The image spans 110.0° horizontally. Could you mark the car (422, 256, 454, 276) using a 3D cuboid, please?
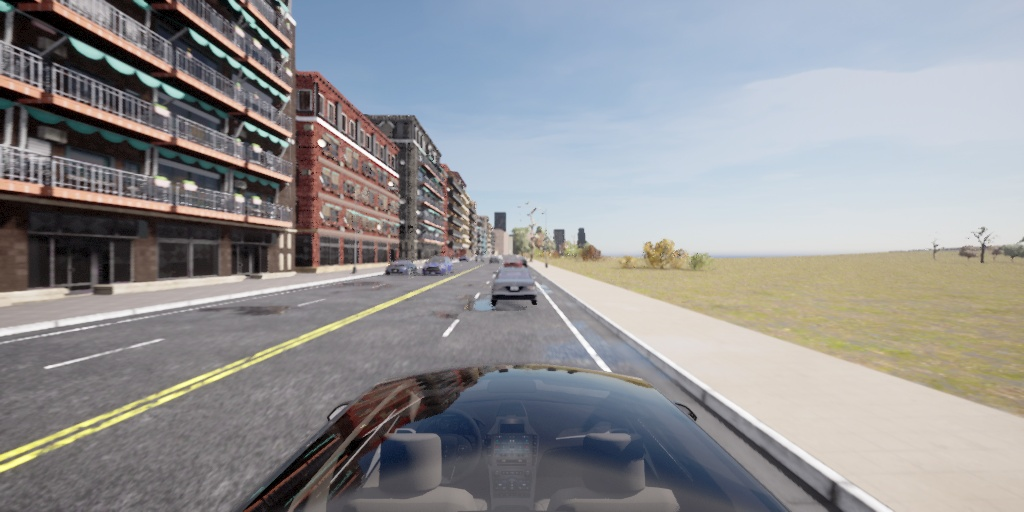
[{"bbox_3d":[-6.602,0.840,32.169,2.097,1.767,4.553,0,0,0],"label":"car"}]

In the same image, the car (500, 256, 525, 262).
[{"bbox_3d":[0.083,0.933,36.391,1.882,1.535,5.008,0,0,0],"label":"car"}]

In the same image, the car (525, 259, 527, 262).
[{"bbox_3d":[1.117,0.814,50.314,1.882,1.535,5.008,0,1,0],"label":"car"}]

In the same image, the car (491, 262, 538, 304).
[{"bbox_3d":[0.085,1.182,15.425,2.033,1.411,5.357,0,1,0],"label":"car"}]

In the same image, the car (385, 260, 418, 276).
[{"bbox_3d":[-9.852,1.050,32.196,1.994,1.385,4.181,0,0,0],"label":"car"}]
